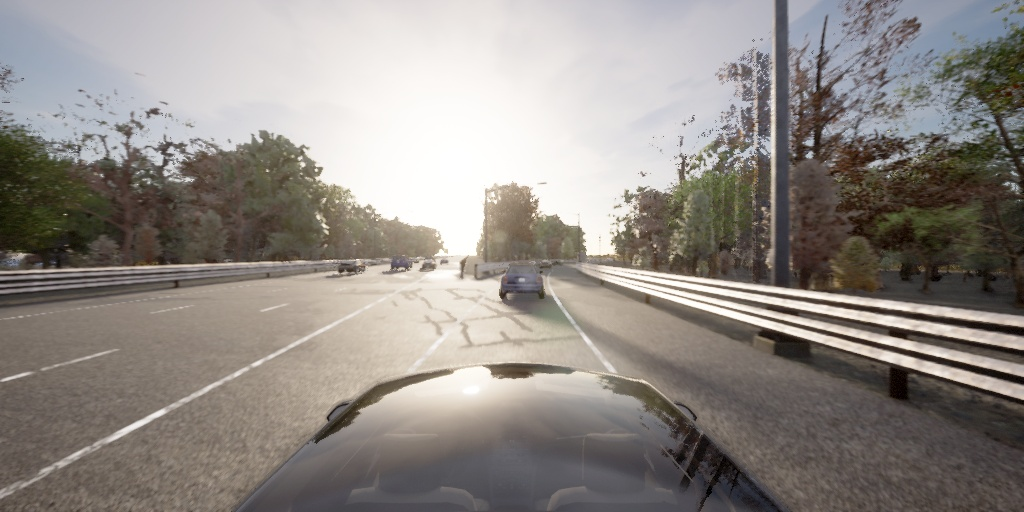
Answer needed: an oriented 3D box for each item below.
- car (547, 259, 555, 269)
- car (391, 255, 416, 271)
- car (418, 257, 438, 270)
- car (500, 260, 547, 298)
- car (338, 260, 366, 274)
[{"bbox_3d":[5.938,1.497,62.121,1.837,1.490,4.892,0,-1,11],"label":"car"},{"bbox_3d":[-15.027,0.913,48.981,2.150,2.045,5.566,0,0,-7],"label":"car"},{"bbox_3d":[-11.773,1.221,51.206,1.812,1.442,4.674,0,0,-7],"label":"car"},{"bbox_3d":[0.578,1.154,18.934,2.097,1.767,4.553,0,0,3],"label":"car"},{"bbox_3d":[-17.355,1.203,39.114,1.837,1.490,4.892,0,0,-7],"label":"car"}]
